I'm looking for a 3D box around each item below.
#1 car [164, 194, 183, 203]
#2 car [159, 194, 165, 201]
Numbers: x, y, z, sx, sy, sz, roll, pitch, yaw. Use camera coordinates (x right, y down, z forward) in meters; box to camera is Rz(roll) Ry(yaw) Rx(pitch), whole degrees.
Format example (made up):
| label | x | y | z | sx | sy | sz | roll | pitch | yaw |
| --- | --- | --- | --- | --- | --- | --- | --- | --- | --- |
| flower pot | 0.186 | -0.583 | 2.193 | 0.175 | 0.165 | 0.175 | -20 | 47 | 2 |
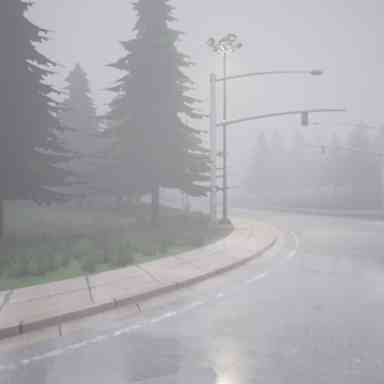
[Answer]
| label | x | y | z | sx | sy | sz | roll | pitch | yaw |
| --- | --- | --- | --- | --- | --- | --- | --- | --- | --- |
| car | -3.237 | 1.473 | 65.432 | 2.033 | 1.411 | 5.357 | 0 | 0 | -21 |
| car | -7.120 | 1.105 | 75.170 | 2.150 | 2.045 | 5.566 | 0 | 0 | -21 |
